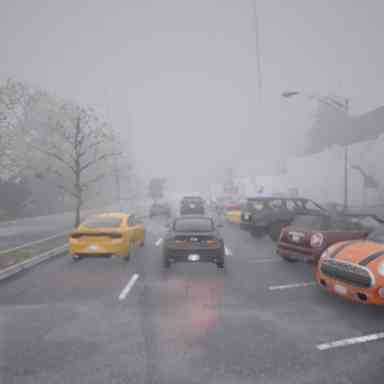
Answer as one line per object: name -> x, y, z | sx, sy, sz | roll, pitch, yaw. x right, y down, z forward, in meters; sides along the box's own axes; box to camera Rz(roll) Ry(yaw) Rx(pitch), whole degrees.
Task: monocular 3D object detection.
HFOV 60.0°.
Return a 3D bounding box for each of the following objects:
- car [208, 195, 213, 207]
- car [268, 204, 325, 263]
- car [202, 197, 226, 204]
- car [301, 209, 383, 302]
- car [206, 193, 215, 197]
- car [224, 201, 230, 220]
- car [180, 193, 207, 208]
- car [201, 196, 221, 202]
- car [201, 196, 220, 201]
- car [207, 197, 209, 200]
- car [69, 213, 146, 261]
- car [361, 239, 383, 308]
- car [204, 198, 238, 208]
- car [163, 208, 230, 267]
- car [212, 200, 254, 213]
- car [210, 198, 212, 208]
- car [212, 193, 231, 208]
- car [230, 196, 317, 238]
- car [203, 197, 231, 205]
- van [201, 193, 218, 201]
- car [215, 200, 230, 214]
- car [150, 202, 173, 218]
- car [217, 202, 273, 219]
car -> 5.016, 1.661, 43.445 | 4.553, 1.767, 2.185 | 1, 0, -20
car -> 5.021, 1.395, 10.419 | 4.553, 1.767, 2.185 | 1, -1, -20
car -> 4.898, 1.817, 73.455 | 4.792, 1.488, 2.163 | 1, 1, -20
car -> 5.090, 1.384, 7.433 | 4.553, 1.767, 2.185 | 1, 0, -20
car -> 4.994, 1.585, 52.458 | 5.566, 2.045, 2.435 | 1, 0, -20
car -> 5.199, 1.594, 22.496 | 5.366, 1.575, 1.946 | 1, -1, -20
car -> 0.031, 1.410, 31.509 | 2.150, 2.045, 5.566 | 0, -1, 0
car -> 4.873, 1.746, 85.460 | 4.792, 1.488, 2.163 | 1, 1, -20
car -> 4.888, 1.739, 88.479 | 4.674, 1.452, 2.002 | 1, 0, -20
car -> 4.997, 1.854, 49.457 | 4.792, 1.488, 2.163 | 1, -1, -20
car -> -2.941, 1.522, 12.485 | 1.882, 1.535, 5.008 | 0, 0, 0
car -> 5.070, 1.501, 4.422 | 4.892, 1.521, 2.231 | 1, 0, -20
car -> 4.788, 1.837, 55.384 | 5.366, 1.575, 1.946 | 1, 0, -20
car -> 0.057, 1.546, 11.576 | 1.837, 1.490, 4.892 | 0, 0, 0
car -> 4.992, 1.802, 40.433 | 4.674, 1.452, 2.002 | 1, 0, -20
car -> 4.989, 1.734, 37.433 | 5.008, 1.535, 2.097 | 1, -1, -20
car -> 4.993, 1.394, 28.415 | 5.566, 2.045, 2.435 | 1, 0, -20
car -> 5.066, 1.301, 16.446 | 5.566, 2.045, 2.435 | 1, -1, -20
car -> 5.107, 1.819, 67.532 | 5.366, 1.575, 1.946 | 1, 0, -20
van -> 4.992, 1.439, 94.485 | 4.442, 1.987, 1.878 | 1, 0, -20
car -> 4.846, 1.612, 25.361 | 5.366, 1.575, 1.946 | 1, 0, -20
car -> -2.971, 1.688, 32.408 | 2.128, 1.511, 4.902 | 0, -1, 0
car -> 4.982, 1.702, 31.416 | 4.792, 1.488, 2.163 | 1, 0, -20
